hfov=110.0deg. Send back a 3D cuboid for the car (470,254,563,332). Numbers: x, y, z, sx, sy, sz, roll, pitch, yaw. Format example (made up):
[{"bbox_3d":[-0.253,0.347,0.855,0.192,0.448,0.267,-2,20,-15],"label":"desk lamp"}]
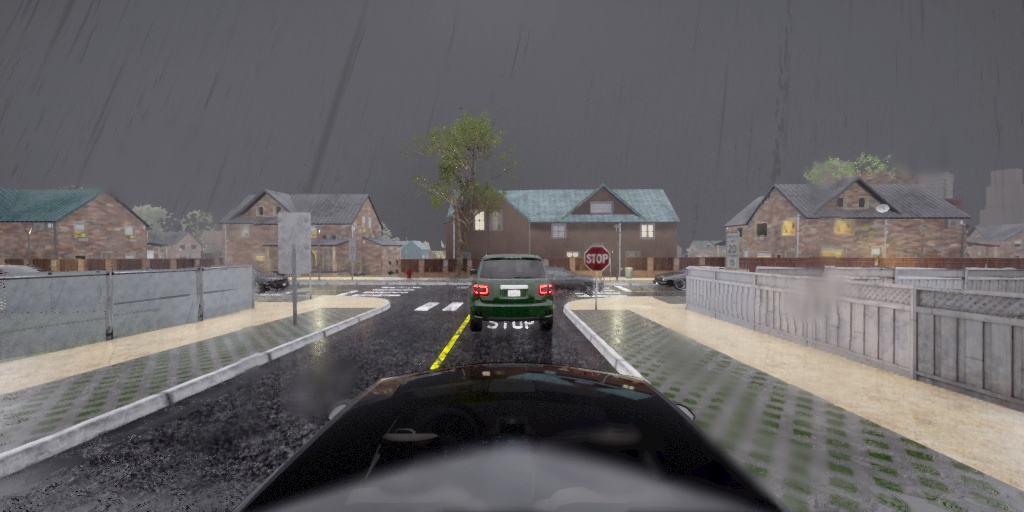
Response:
[{"bbox_3d":[-0.124,0.967,11.081,2.150,2.045,5.566,0,0,-4],"label":"car"}]

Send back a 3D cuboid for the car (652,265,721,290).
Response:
[{"bbox_3d":[11.339,1.248,21.381,5.357,1.411,2.033,0,1,2],"label":"car"}]

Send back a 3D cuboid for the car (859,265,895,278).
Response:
[{"bbox_3d":[21.311,1.261,21.140,4.181,1.385,1.994,0,1,1],"label":"car"}]

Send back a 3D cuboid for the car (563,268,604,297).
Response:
[{"bbox_3d":[2.422,1.293,18.717,4.674,1.442,1.812,0,1,2],"label":"car"}]

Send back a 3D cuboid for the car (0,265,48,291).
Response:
[{"bbox_3d":[-27.406,1.245,19.678,5.008,1.535,1.882,0,1,2],"label":"car"}]

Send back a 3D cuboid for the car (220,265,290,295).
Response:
[{"bbox_3d":[-14.692,1.253,19.265,5.008,1.535,1.882,0,1,2],"label":"car"}]
